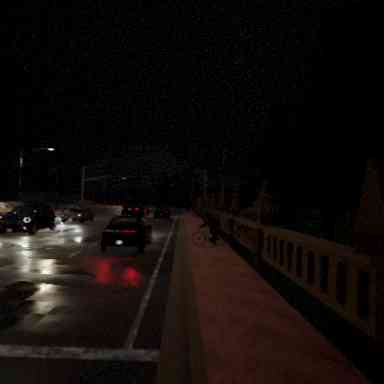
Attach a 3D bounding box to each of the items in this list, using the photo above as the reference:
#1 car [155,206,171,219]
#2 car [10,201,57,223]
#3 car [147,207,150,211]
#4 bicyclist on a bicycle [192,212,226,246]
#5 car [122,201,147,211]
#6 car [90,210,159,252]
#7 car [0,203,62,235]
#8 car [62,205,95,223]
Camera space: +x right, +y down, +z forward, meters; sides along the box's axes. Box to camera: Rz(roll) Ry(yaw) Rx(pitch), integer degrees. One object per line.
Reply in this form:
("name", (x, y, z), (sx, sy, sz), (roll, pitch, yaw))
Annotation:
("car", (-3.775, 2.591, 42.658), (1.882, 1.535, 5.008), (2, -1, -1))
("car", (-14.037, 1.743, 29.754), (2.097, 1.767, 4.553), (2, -2, -2))
("car", (-7.567, 2.761, 50.196), (1.994, 1.385, 4.181), (2, -2, -2))
("bicyclist on a bicycle", (0.838, 1.822, 16.241), (1.656, 1.620, 0.582), (2, -2, -2))
("car", (-7.225, 2.164, 40.858), (2.150, 2.045, 5.566), (2, -2, -1))
("car", (-2.971, 1.867, 15.762), (2.128, 1.511, 4.902), (2, -2, -1))
("car", (-10.286, 1.621, 20.915), (2.097, 1.767, 4.553), (2, -2, -2))
("car", (-10.585, 2.147, 31.016), (1.895, 1.301, 4.718), (2, -2, -2))
